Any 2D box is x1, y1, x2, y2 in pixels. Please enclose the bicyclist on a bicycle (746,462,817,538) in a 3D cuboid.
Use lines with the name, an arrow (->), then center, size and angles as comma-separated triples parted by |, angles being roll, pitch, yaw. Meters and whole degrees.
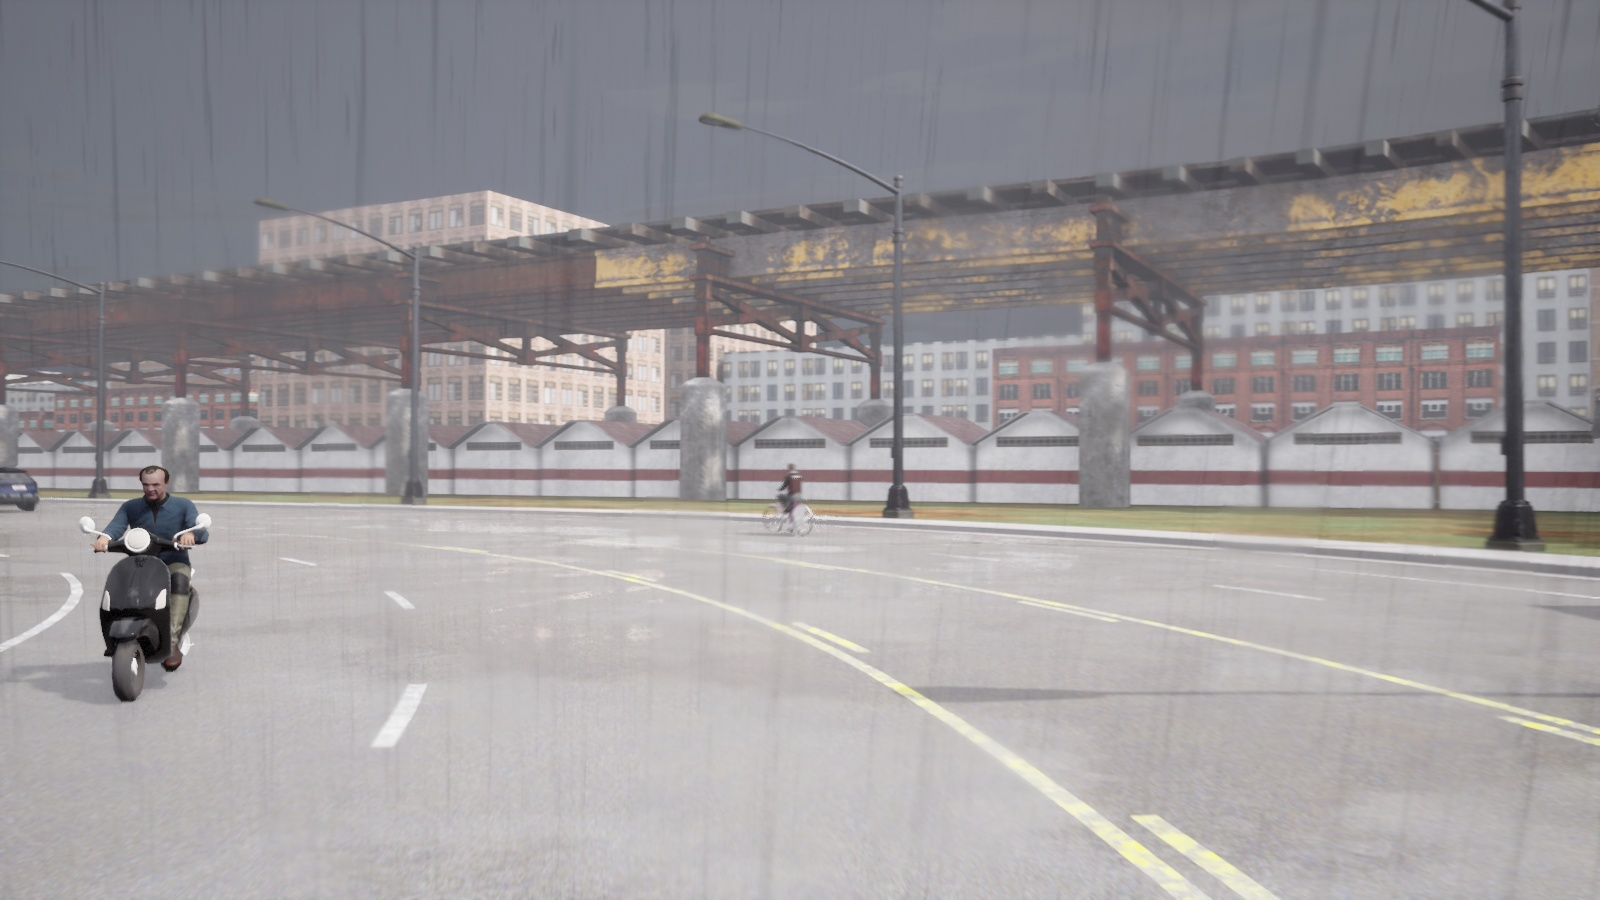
bicyclist on a bicycle -> -0.457, 1.202, 30.703 | 0.659, 1.776, 1.843 | -2, 0, -40

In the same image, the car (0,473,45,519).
car -> -30.154, 1.665, 46.047 | 4.856, 1.649, 2.033 | -1, -1, 28

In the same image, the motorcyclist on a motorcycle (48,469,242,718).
motorcyclist on a motorcycle -> -4.663, 0.943, 9.083 | 0.866, 1.590, 1.817 | -1, -1, -15
